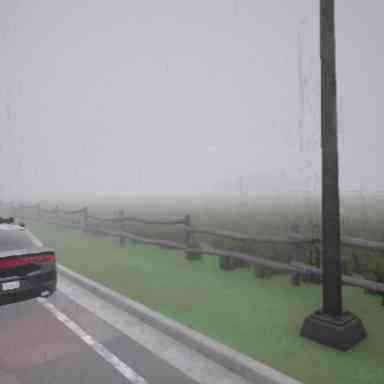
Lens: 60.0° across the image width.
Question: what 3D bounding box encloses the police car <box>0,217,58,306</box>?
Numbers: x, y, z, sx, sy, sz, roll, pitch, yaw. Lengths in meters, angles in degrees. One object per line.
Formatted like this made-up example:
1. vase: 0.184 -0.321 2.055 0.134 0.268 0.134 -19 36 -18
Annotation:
1. police car: -4.777 1.421 7.722 1.930 1.638 5.238 -2 1 -40
